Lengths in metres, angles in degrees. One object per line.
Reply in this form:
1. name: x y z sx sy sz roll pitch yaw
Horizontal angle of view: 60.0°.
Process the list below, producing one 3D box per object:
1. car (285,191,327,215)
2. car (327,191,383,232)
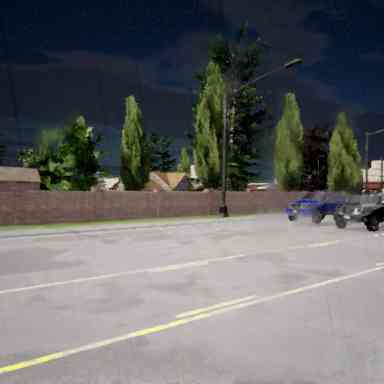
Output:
1. car: 8.907 0.896 23.121 5.566 2.045 2.150 0 0 -36
2. car: 10.937 1.048 20.269 5.566 2.045 2.150 0 0 -36
